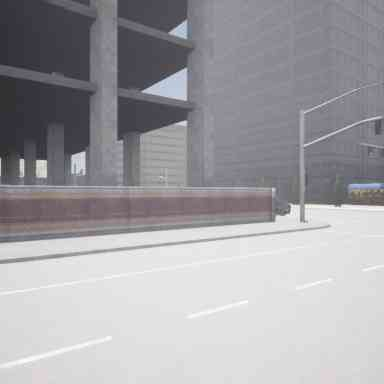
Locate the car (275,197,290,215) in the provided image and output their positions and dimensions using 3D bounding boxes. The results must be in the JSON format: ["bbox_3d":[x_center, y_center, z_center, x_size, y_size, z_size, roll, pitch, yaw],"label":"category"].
[{"bbox_3d":[7.349,1.505,32.640,1.837,1.490,4.892,0,0,-36],"label":"car"}]

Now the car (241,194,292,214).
[{"bbox_3d":[8.263,1.221,37.344,2.150,2.045,5.566,0,0,-36],"label":"car"}]
